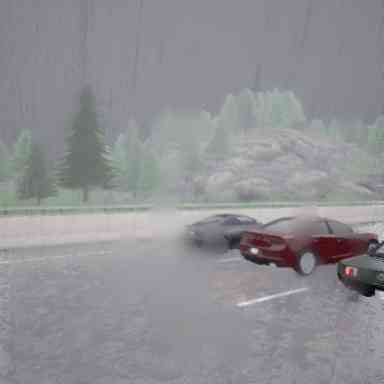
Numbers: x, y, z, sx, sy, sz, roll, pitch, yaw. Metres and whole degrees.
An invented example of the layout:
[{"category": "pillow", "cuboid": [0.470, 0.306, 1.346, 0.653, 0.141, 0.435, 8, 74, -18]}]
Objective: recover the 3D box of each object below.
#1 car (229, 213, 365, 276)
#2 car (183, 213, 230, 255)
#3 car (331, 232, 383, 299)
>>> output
[{"category": "car", "cuboid": [3.815, 1.479, 10.380, 5.008, 1.535, 1.882, 1, 0, -32]}, {"category": "car", "cuboid": [1.746, 1.550, 13.211, 4.181, 1.385, 1.994, 1, 0, -31]}, {"category": "car", "cuboid": [5.398, 1.612, 7.250, 4.718, 1.301, 1.895, 0, 0, -32]}]
